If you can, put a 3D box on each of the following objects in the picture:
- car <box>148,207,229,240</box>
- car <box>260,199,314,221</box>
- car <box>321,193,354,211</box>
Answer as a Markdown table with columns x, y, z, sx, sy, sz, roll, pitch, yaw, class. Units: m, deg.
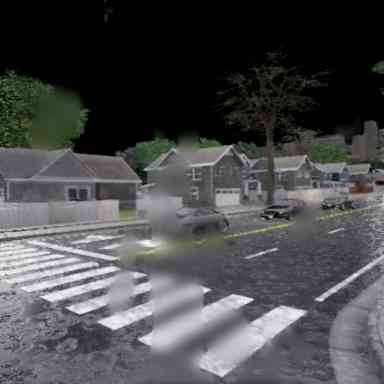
| x | y | z | sx | sy | sz | roll | pitch | yaw | class |
| --- | --- | --- | --- | --- | --- | --- | --- | --- | --- |
| -0.073 | 1.402 | 15.948 | 1.994 | 1.385 | 4.181 | -1 | 0 | 42 | car |
| 6.917 | 1.195 | 23.795 | 2.033 | 1.411 | 5.357 | -1 | 0 | 42 | car |
| 13.901 | 0.922 | 31.617 | 1.837 | 1.490 | 4.892 | -1 | 1 | 42 | car |
